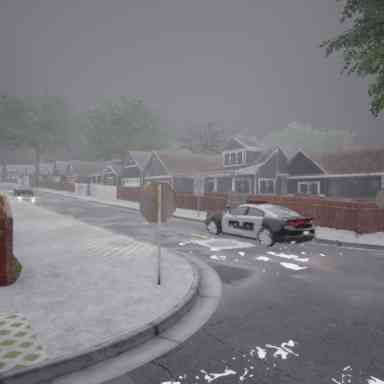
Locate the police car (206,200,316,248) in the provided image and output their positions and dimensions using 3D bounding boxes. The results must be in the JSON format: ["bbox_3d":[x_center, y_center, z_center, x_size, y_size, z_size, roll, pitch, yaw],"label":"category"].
[{"bbox_3d":[2.538,1.165,13.805,1.930,1.638,5.238,1,1,-35],"label":"police car"}]

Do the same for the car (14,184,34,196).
[{"bbox_3d":[-22.414,-0.313,44.252,1.882,1.535,5.008,1,2,-35],"label":"car"}]
